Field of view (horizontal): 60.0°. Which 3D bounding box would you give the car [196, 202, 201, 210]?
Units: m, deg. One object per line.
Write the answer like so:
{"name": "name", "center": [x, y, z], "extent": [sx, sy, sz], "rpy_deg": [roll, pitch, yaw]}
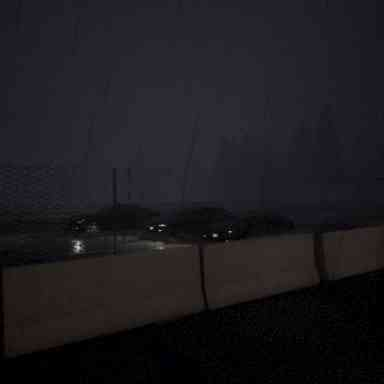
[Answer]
{"name": "car", "center": [0.156, 1.433, 16.677], "extent": [4.892, 1.490, 1.837], "rpy_deg": [0, 0, -34]}

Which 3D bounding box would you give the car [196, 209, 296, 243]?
{"name": "car", "center": [2.543, 1.514, 14.063], "extent": [4.181, 1.385, 1.994], "rpy_deg": [0, 0, -34]}
